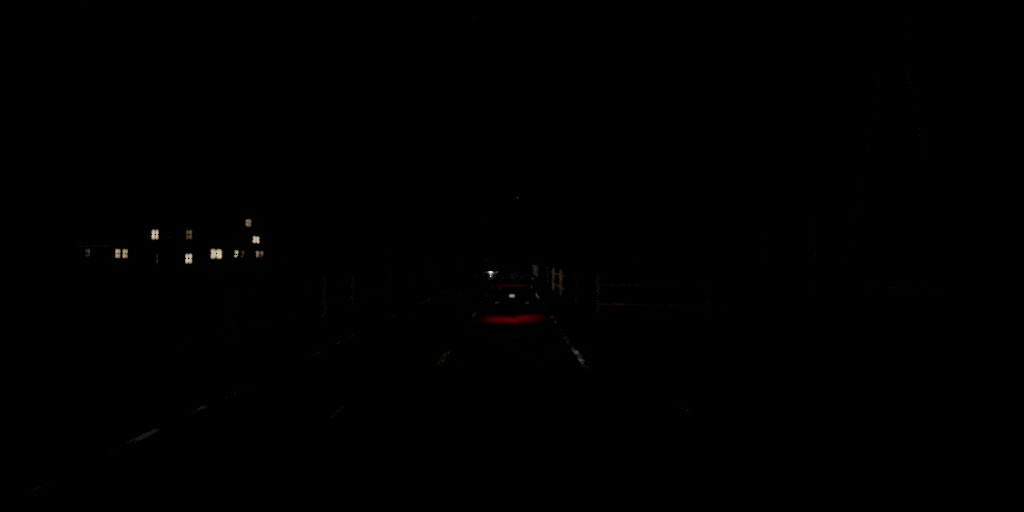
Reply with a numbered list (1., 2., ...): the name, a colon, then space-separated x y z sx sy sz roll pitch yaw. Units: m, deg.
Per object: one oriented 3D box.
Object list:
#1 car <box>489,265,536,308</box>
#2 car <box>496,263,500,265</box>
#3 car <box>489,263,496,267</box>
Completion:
1. car: 0.022 1.375 16.091 1.882 1.535 5.008 0 0 1
2. car: 0.009 1.538 30.356 2.128 1.511 4.902 0 0 0
3. car: -2.823 1.886 61.856 1.837 1.490 4.892 0 0 0
